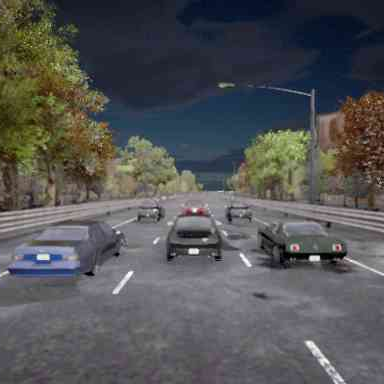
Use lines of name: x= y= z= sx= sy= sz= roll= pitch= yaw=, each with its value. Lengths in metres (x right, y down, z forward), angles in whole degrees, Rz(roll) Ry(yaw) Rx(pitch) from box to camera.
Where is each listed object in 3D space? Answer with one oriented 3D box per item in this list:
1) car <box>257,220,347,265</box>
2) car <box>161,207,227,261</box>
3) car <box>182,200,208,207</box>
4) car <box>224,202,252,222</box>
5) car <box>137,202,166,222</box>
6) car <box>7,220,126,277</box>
car: x=3.581 y=1.638 z=11.820 sx=1.895 sy=1.301 sz=4.718 roll=0 pitch=0 yaw=1
car: x=0.092 y=1.545 z=12.504 sx=1.837 sy=1.490 sz=4.892 roll=0 pitch=0 yaw=1
car: x=0.238 y=1.433 z=27.318 sx=2.097 sy=1.767 sz=4.553 roll=0 pitch=0 yaw=1
car: x=3.739 y=1.574 z=27.357 sx=2.128 sy=1.511 sz=4.902 roll=0 pitch=0 yaw=1
car: x=-3.261 y=1.573 z=27.441 sx=2.128 sy=1.511 sz=4.902 roll=0 pitch=0 yaw=1
car: x=-3.444 y=1.579 z=10.275 sx=2.033 sy=1.411 sz=5.357 roll=0 pitch=0 yaw=1
